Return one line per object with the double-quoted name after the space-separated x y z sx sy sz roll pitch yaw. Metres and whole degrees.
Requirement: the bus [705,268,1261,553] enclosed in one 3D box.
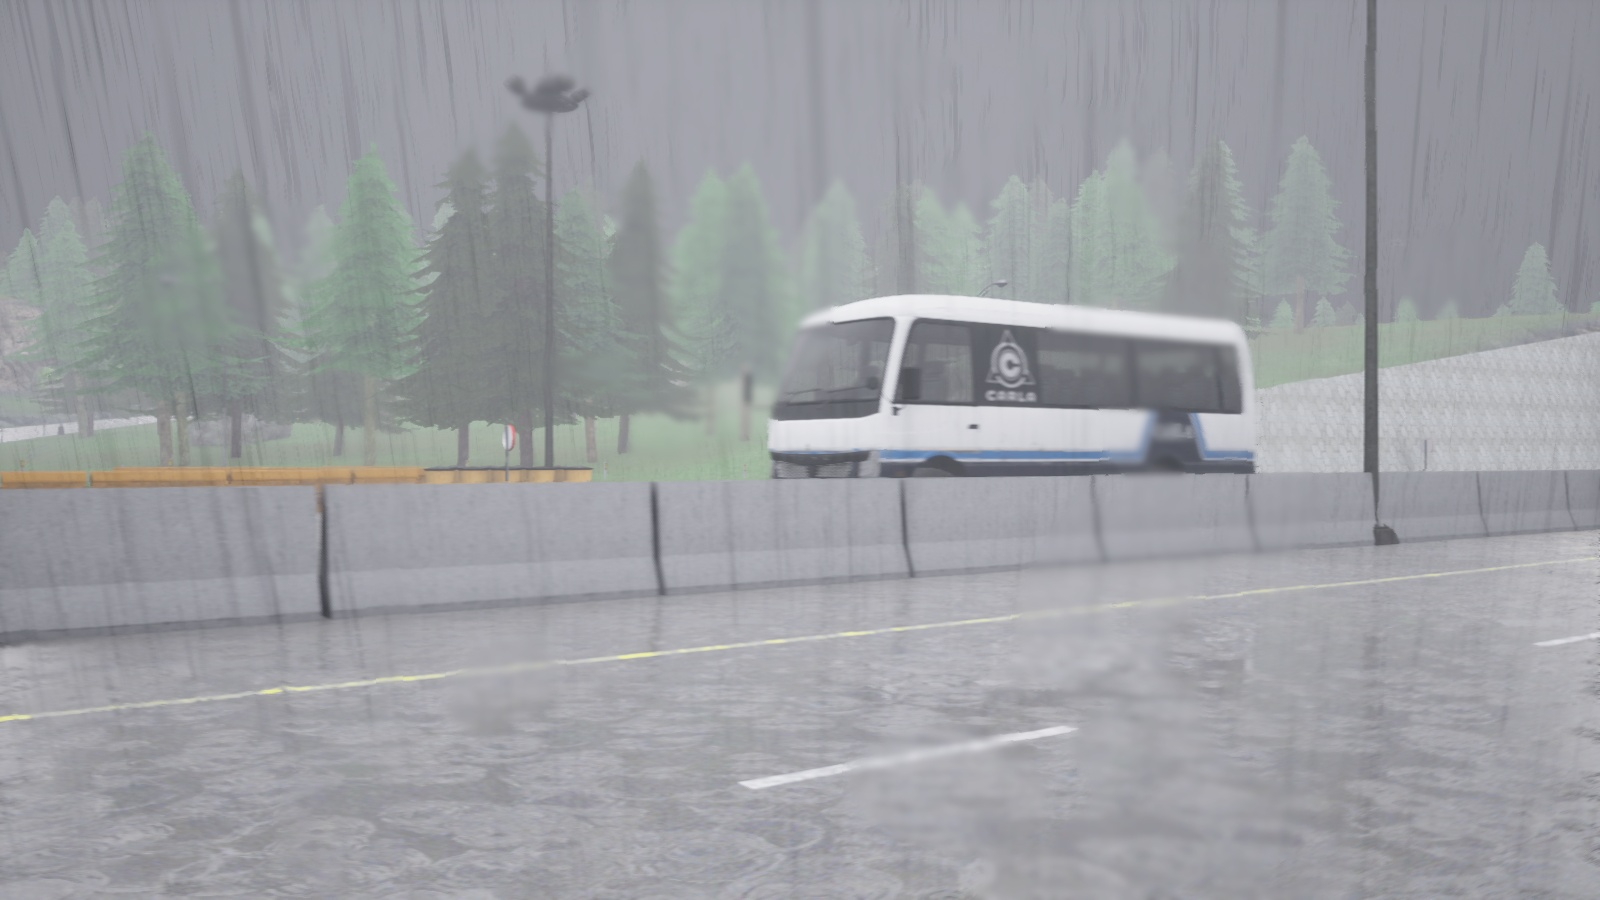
3.691 -0.582 23.291 10.273 4.253 3.944 0 0 -35 "bus"
